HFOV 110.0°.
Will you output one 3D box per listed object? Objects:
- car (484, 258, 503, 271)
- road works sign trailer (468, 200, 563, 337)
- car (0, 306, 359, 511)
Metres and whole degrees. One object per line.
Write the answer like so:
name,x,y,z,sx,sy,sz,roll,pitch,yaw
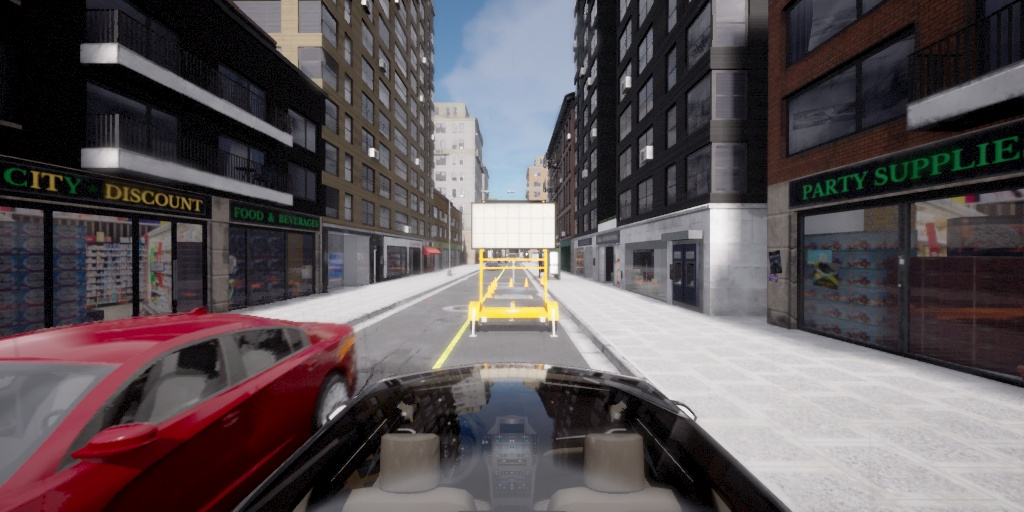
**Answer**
car,-2.628,1.289,47.492,1.994,1.385,4.181,0,0,0
road works sign trailer,0.044,0.213,10.271,2.380,3.560,2.880,0,0,0
car,-2.844,1.227,2.433,1.882,1.535,5.008,0,0,0
